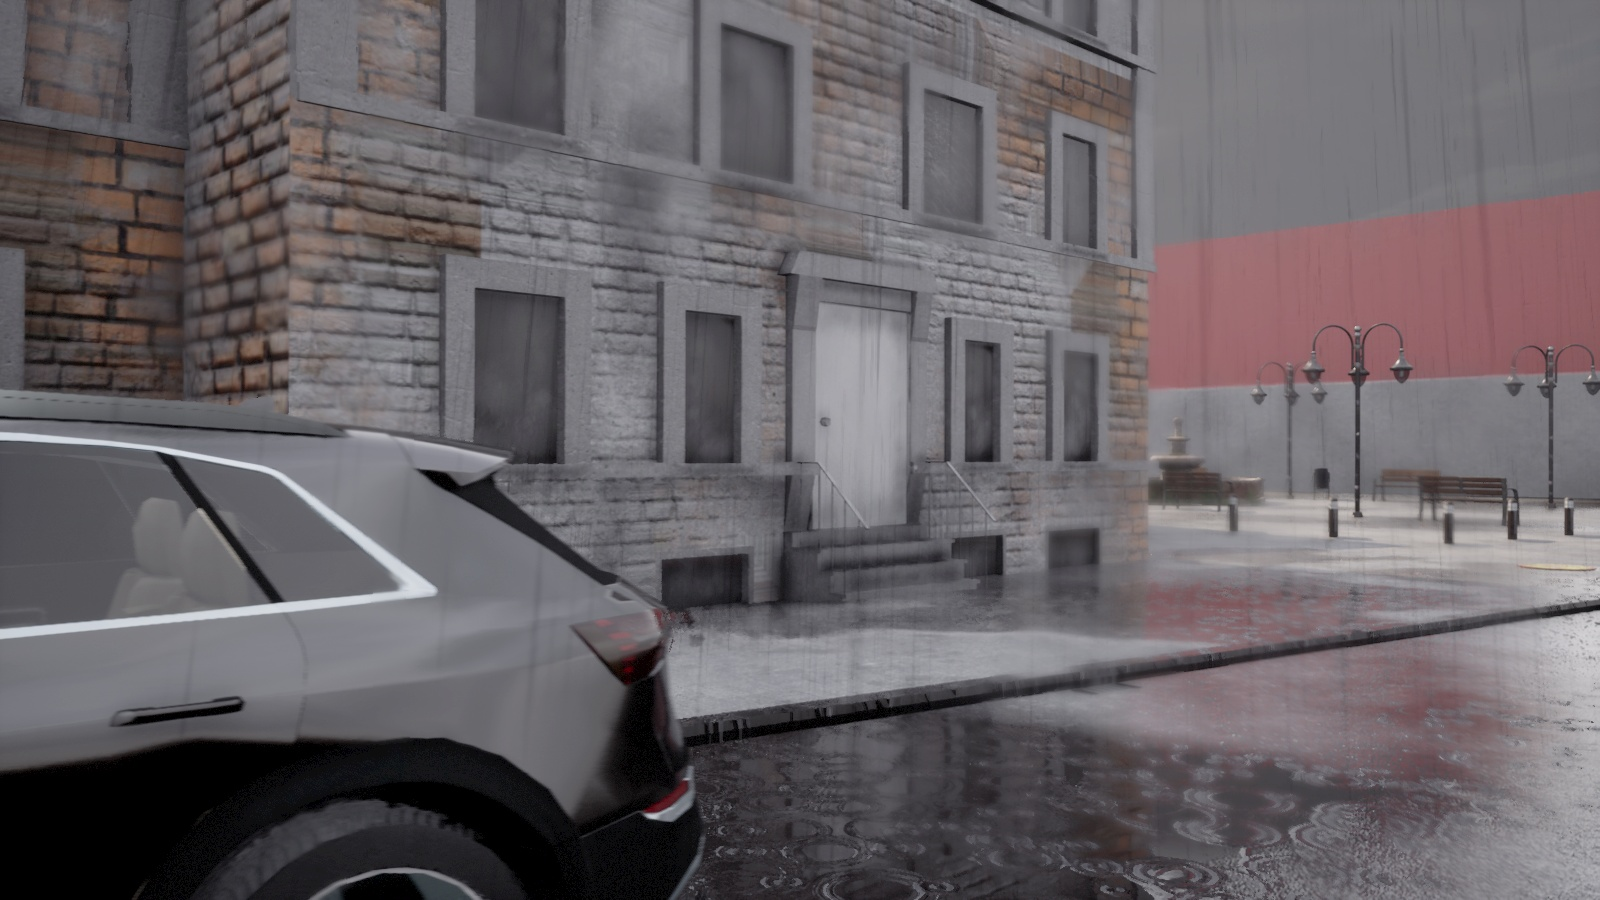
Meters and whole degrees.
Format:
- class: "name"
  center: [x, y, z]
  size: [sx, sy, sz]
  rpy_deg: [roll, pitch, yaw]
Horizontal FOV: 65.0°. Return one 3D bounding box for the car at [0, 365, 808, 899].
- class: "car"
  center: [-2.555, 0.686, 2.490]
  size: [4.856, 1.649, 2.033]
  rpy_deg: [0, 0, -35]
